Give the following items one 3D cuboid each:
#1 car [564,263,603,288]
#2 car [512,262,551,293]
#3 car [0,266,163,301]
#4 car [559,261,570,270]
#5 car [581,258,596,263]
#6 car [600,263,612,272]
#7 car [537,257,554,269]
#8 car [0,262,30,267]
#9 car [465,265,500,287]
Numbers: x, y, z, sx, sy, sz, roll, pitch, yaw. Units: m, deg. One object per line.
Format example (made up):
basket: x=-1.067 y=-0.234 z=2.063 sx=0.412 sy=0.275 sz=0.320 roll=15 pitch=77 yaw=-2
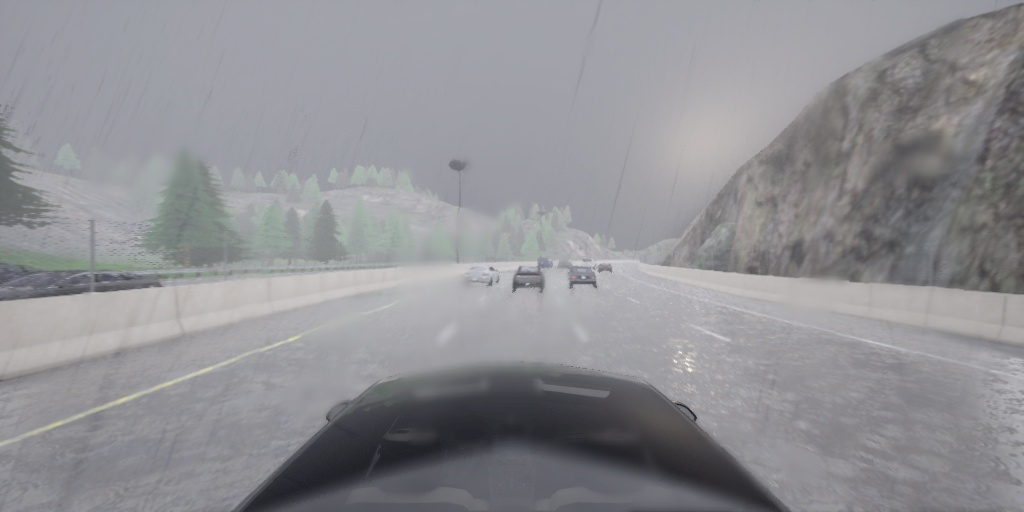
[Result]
car: x=4.881 y=1.425 z=25.242 sx=2.033 sy=1.411 sz=5.357 roll=0 pitch=0 yaw=8
car: x=1.106 y=1.320 z=21.660 sx=2.128 sy=1.511 sz=4.902 roll=0 pitch=0 yaw=6
car: x=-13.864 y=1.172 z=11.185 sx=2.128 sy=1.511 sz=4.902 roll=1 pitch=0 yaw=2
car: x=9.140 y=1.545 z=60.658 sx=1.837 sy=1.490 sz=4.892 roll=0 pitch=0 yaw=18
car: x=13.227 y=1.305 z=61.971 sx=2.150 sy=2.045 sz=5.566 roll=0 pitch=0 yaw=19
car: x=13.956 y=1.661 z=53.463 sx=1.895 sy=1.301 sz=4.718 roll=0 pitch=0 yaw=17
car: x=5.813 y=1.234 z=61.845 sx=2.150 sy=2.045 sz=5.566 roll=0 pitch=0 yaw=18
car: x=-17.358 y=0.875 z=11.331 sx=2.033 sy=1.411 sz=5.357 roll=1 pitch=0 yaw=2
car: x=-2.058 y=1.337 z=25.502 sx=1.812 sy=1.442 sz=4.674 roll=0 pitch=0 yaw=7
